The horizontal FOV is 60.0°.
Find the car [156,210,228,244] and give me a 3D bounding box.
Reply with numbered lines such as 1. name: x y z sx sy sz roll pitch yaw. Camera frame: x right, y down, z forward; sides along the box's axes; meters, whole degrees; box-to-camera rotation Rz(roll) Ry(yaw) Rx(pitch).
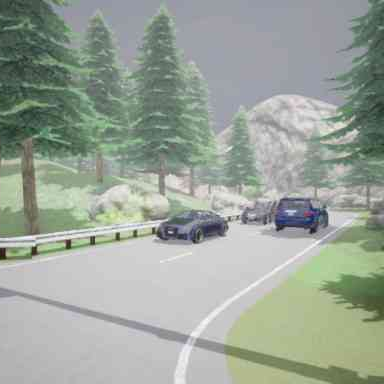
1. car: 0.113 1.570 16.112 1.994 1.385 4.181 0 0 31

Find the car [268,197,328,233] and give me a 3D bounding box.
1. car: 6.645 1.351 19.951 2.150 2.045 5.566 0 -1 31

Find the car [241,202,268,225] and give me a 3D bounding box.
1. car: 5.264 1.502 24.620 2.128 1.511 4.902 0 0 31

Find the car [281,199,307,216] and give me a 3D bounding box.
1. car: 10.331 1.519 33.492 1.837 1.490 4.892 0 0 24

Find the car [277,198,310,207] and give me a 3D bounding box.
1. car: 15.627 1.621 51.491 1.895 1.301 4.718 0 0 -34
